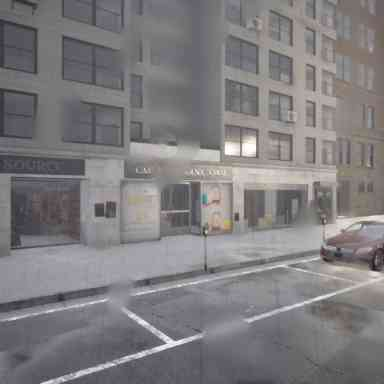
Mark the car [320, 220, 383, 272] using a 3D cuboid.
[{"bbox_3d":[5.907,1.582,10.778,4.206,1.307,1.802,0,0,-36],"label":"car"}]
